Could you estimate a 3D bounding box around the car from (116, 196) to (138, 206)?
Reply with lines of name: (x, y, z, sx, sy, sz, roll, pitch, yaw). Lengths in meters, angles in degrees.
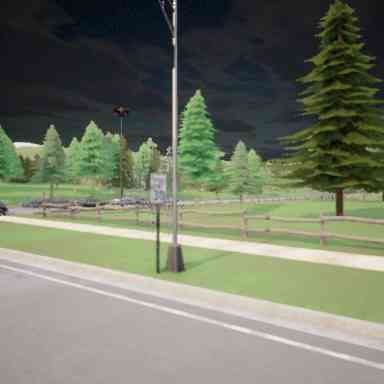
car: (-9.864, 1.489, 56.325, 1.882, 1.535, 5.008, 0, 0, 36)

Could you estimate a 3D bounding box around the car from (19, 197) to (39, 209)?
car: (-21.372, 1.503, 46.108, 2.128, 1.511, 4.902, 0, 0, 35)

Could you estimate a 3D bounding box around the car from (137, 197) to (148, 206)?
car: (-6.112, 1.558, 55.598, 2.033, 1.411, 5.357, 0, 0, 36)

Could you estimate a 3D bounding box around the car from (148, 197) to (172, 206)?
car: (-4.191, 1.535, 52.274, 1.812, 1.442, 4.674, 0, 0, 35)

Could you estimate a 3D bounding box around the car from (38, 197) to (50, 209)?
car: (-17.917, 1.576, 44.942, 1.994, 1.385, 4.181, 0, 0, 35)

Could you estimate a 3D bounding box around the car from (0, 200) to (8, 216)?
car: (-19.535, 1.360, 30.482, 2.097, 1.767, 4.553, 0, 0, 35)

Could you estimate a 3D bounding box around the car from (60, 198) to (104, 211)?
car: (-12.833, 1.514, 40.012, 1.837, 1.490, 4.892, 0, 0, 35)

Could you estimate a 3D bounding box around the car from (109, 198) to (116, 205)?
car: (-12.489, 1.538, 58.614, 1.812, 1.442, 4.674, 0, 0, 35)

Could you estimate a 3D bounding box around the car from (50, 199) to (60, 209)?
car: (-14.989, 1.558, 43.033, 2.033, 1.411, 5.357, 0, 0, 35)
